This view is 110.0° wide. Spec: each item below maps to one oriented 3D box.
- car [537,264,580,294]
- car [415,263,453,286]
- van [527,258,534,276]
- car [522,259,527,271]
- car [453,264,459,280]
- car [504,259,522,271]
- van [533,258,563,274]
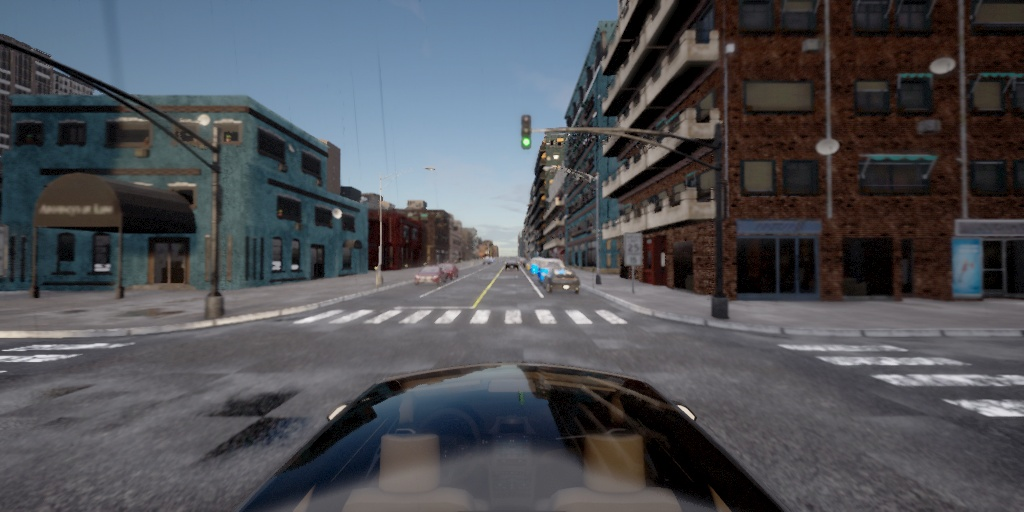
[{"bbox_3d":[2.690,1.308,20.074,2.007,1.370,4.403,0,0,0],"label":"car"},{"bbox_3d":[-5.692,1.340,25.616,1.802,1.307,4.207,0,0,0],"label":"car"},{"bbox_3d":[2.687,1.101,36.816,1.690,1.789,3.998,0,0,0],"label":"van"},{"bbox_3d":[2.685,1.284,48.146,1.751,1.417,4.829,0,0,0],"label":"car"},{"bbox_3d":[-5.693,1.304,31.197,1.888,1.381,4.507,0,0,0],"label":"car"},{"bbox_3d":[-0.006,1.236,49.142,1.882,1.535,5.008,0,0,0],"label":"car"},{"bbox_3d":[2.689,1.099,25.653,1.690,1.789,3.998,0,0,0],"label":"van"}]
